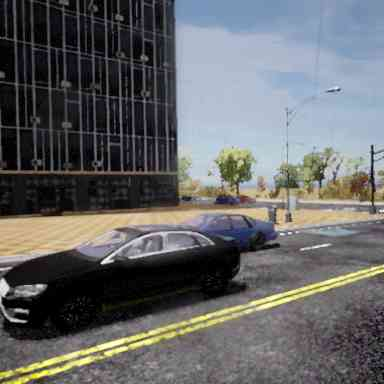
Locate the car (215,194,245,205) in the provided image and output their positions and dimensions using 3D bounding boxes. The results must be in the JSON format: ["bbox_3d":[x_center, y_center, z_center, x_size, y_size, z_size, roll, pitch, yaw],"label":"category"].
[{"bbox_3d":[5.616,1.154,52.644,2.097,1.767,4.553,-2,1,-33],"label":"car"}]

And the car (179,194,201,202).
[{"bbox_3d":[-0.125,1.231,67.596,2.128,1.511,4.902,-2,1,-33],"label":"car"}]

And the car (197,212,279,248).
[{"bbox_3d":[0.847,1.481,12.269,5.357,1.411,2.033,-1,0,-35],"label":"car"}]

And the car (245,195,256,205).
[{"bbox_3d":[8.437,1.250,54.279,1.812,1.442,4.674,-2,1,-33],"label":"car"}]

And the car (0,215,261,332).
[{"bbox_3d":[-1.144,1.466,6.859,4.902,1.511,2.128,-1,0,-35],"label":"car"}]

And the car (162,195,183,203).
[{"bbox_3d":[-4.044,1.322,67.678,1.882,1.535,5.008,-2,1,-33],"label":"car"}]
